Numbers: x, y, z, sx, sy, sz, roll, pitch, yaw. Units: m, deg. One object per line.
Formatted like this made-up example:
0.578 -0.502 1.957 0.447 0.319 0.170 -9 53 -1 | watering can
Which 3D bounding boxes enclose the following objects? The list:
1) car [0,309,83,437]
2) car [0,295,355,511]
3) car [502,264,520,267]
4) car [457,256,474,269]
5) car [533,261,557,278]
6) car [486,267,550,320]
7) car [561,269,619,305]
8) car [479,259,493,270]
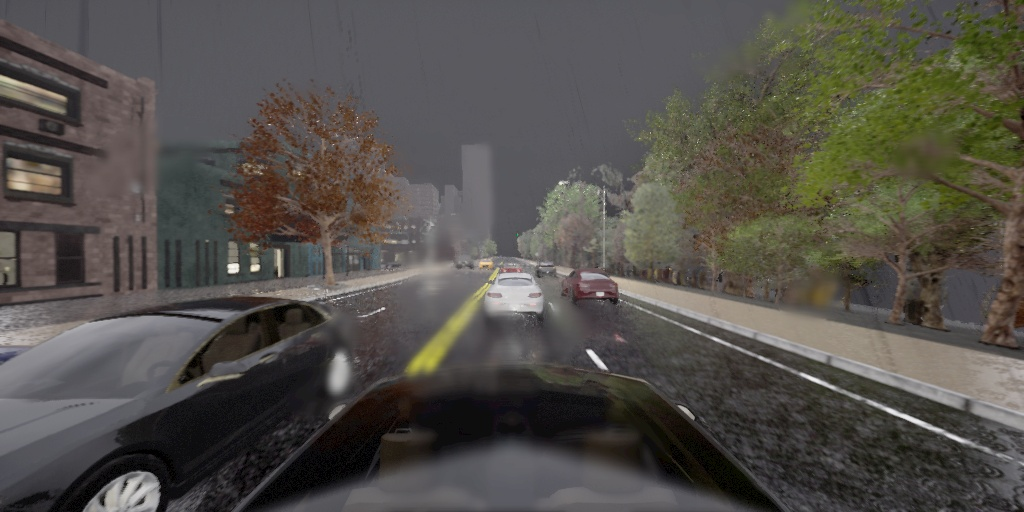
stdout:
-6.599 1.351 2.359 1.895 1.301 4.718 0 0 0 | car
-3.350 1.255 3.704 1.837 1.490 4.892 0 0 0 | car
-0.105 1.347 33.293 1.895 1.301 4.718 0 0 -1 | car
-7.074 0.972 54.967 2.150 2.045 5.566 0 0 -1 | car
3.134 1.237 33.904 2.128 1.511 4.902 0 0 -1 | car
0.102 1.274 12.472 1.812 1.442 4.674 0 0 0 | car
3.330 1.273 15.876 1.812 1.442 4.674 0 0 0 | car
-3.819 1.223 53.626 1.882 1.535 5.008 0 0 0 | car
